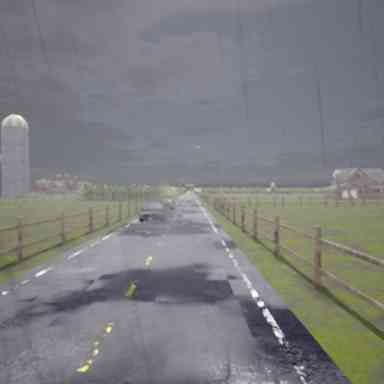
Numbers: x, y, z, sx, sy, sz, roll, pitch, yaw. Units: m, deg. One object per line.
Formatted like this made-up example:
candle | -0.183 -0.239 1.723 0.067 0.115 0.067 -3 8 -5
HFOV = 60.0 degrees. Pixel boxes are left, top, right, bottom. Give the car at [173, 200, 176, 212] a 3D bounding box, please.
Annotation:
car | -2.814 1.434 38.116 2.033 1.411 5.357 0 0 0

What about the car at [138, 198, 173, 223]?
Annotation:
car | -2.801 1.472 25.378 2.033 1.411 5.357 0 0 0
